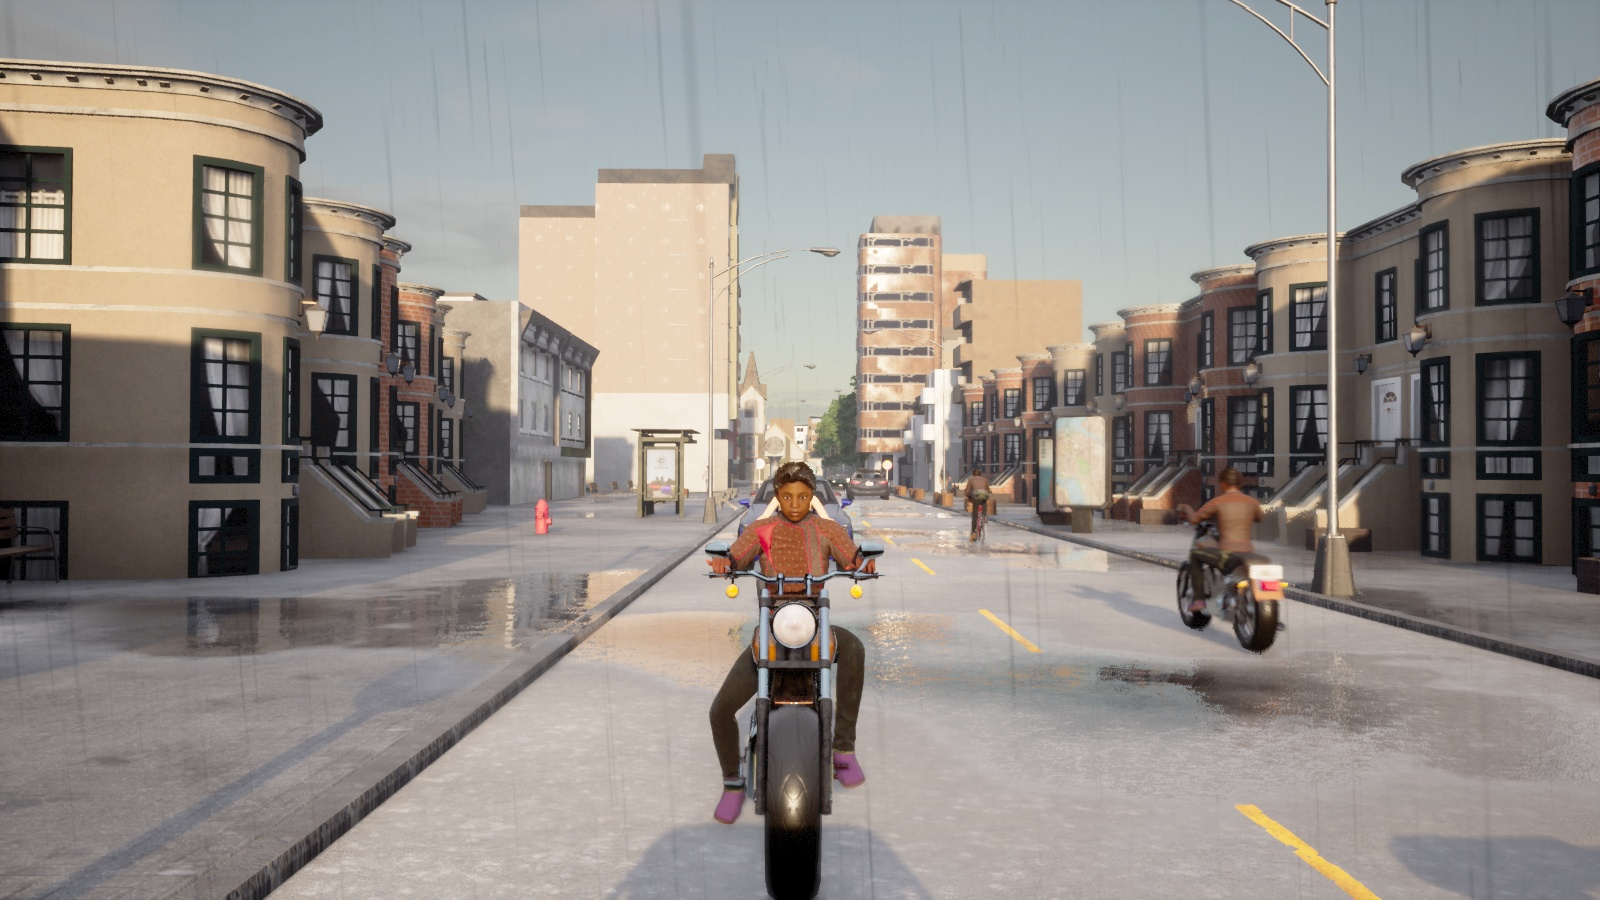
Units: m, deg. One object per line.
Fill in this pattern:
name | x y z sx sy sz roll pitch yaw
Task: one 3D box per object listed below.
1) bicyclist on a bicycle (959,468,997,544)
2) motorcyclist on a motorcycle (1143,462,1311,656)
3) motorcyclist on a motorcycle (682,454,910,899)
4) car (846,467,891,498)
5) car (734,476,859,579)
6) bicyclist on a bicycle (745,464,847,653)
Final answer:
bicyclist on a bicycle | 3.910 1.215 27.635 0.582 1.620 1.656 0 -1 0
motorcyclist on a motorcycle | 3.960 0.948 11.890 0.766 1.649 2.350 0 -1 0
motorcyclist on a motorcycle | -0.019 0.856 5.428 0.766 1.649 2.350 0 -1 0
car | 3.764 1.818 70.110 2.242 1.667 4.611 0 -1 0
car | -0.067 1.170 20.390 1.816 1.474 4.193 0 -1 0
bicyclist on a bicycle | -0.038 0.944 11.512 0.866 1.612 1.509 0 -1 0
